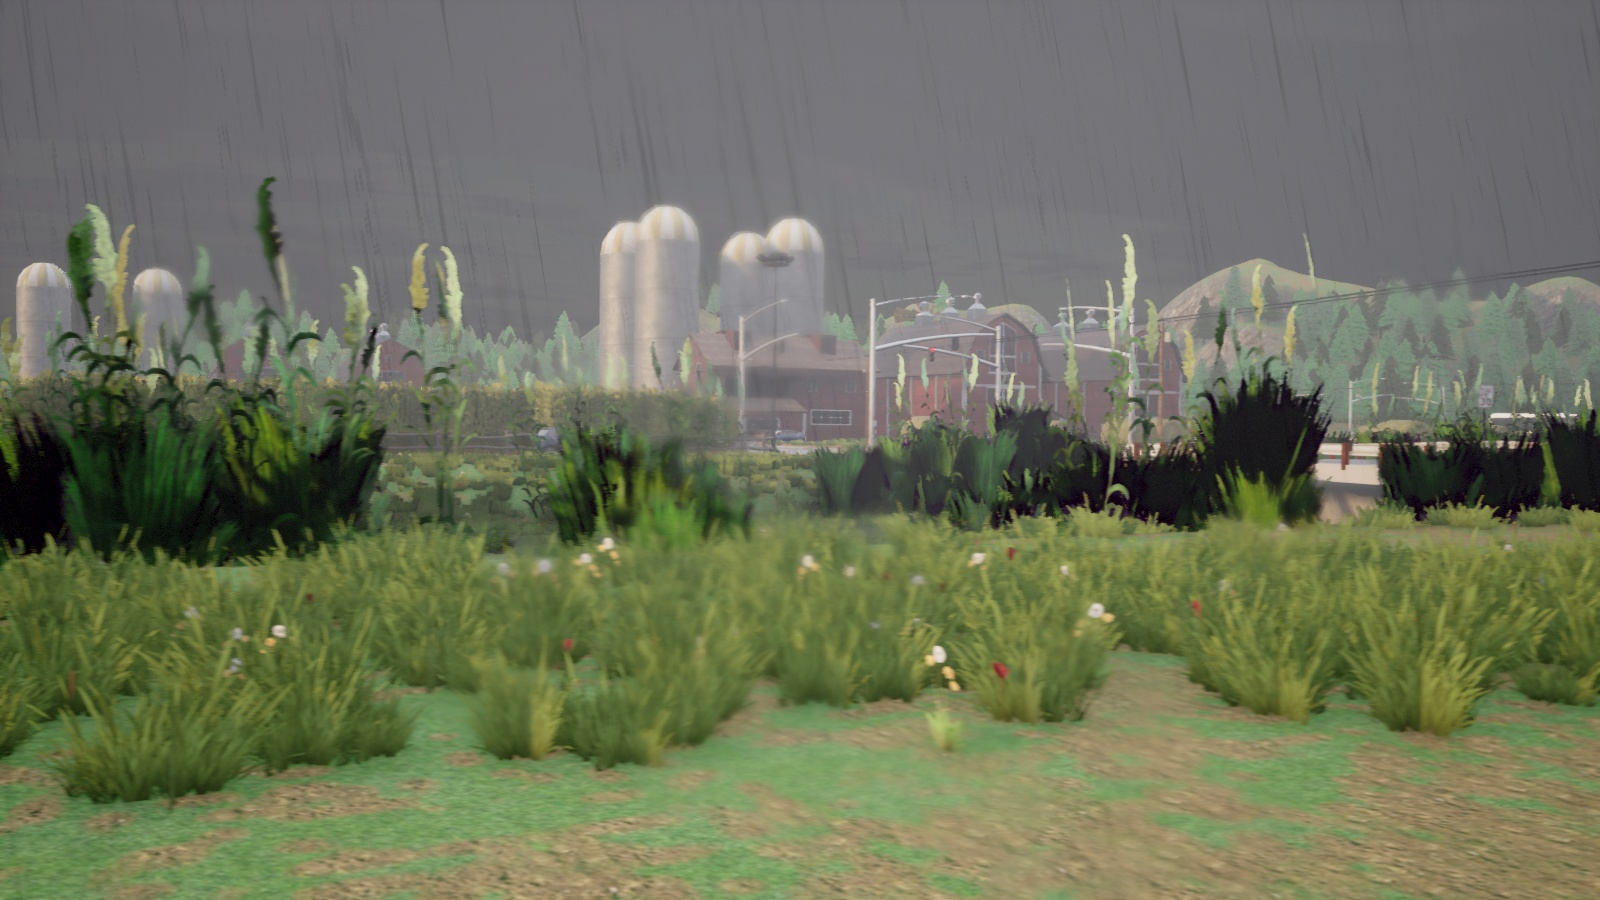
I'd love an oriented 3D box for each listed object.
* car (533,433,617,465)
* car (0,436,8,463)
[{"bbox_3d":[-10.954,-0.063,61.034,3.633,1.501,1.845,-1,1,-26],"label":"car"},{"bbox_3d":[-50.355,-0.041,77.729,1.851,1.617,3.988,-1,1,-26],"label":"car"}]
